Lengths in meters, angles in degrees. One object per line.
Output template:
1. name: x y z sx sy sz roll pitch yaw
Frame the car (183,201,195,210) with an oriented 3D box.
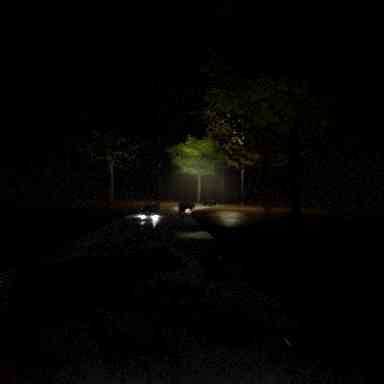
1. car: -0.670 2.175 54.733 1.994 1.385 4.181 0 -1 9

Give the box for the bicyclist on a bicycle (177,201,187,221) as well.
1. bicyclist on a bicycle: -0.814 1.636 28.656 0.866 1.612 1.509 2 0 -4

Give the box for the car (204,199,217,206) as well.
1. car: 4.151 2.412 73.428 1.837 1.490 4.892 0 -1 21

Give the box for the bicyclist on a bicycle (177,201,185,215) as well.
1. bicyclist on a bicycle: -1.275 1.792 37.657 0.866 1.612 1.509 -1 -1 -1

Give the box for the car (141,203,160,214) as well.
1. car: -5.139 2.018 41.324 1.895 1.301 4.718 0 -1 1
